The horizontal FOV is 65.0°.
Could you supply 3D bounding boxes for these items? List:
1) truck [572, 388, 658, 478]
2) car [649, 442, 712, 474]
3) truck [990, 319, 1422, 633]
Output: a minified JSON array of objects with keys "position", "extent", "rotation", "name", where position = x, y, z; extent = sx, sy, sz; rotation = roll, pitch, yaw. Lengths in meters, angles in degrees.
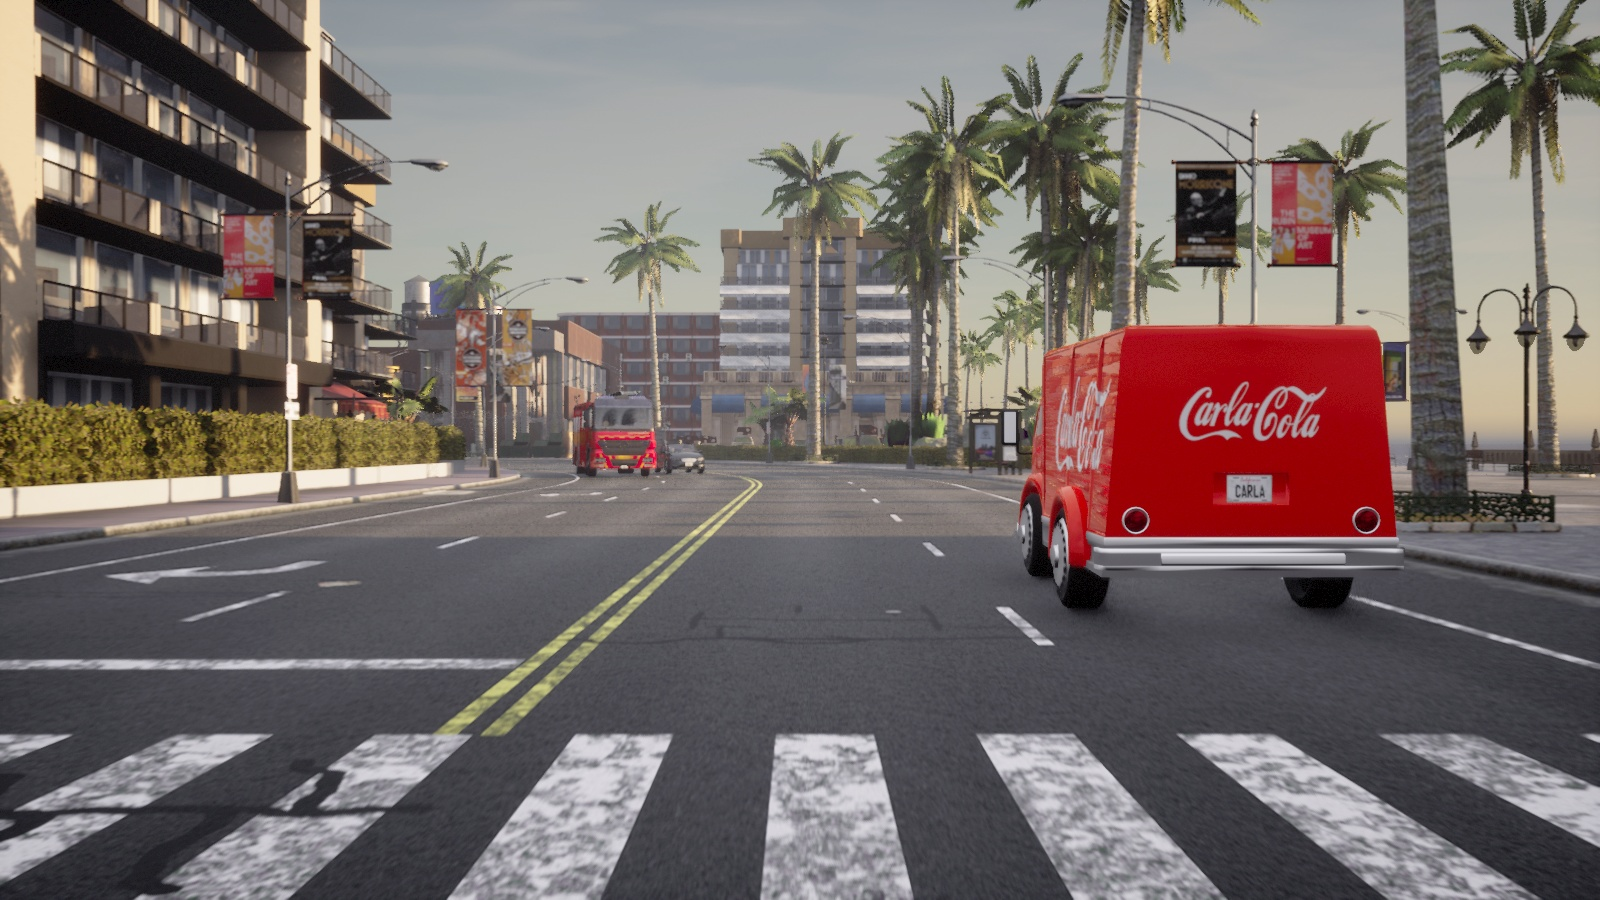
[{"position":[-8.646,-0.751,57.861],"extent":[2.891,3.827,8.468],"rotation":[0,0,-16],"name":"truck"},{"position":[-5.877,0.354,61.040],"extent":[2.128,1.511,4.902],"rotation":[0,0,-17],"name":"car"},{"position":[3.587,0.192,12.490],"extent":[2.627,2.467,5.204],"rotation":[0,0,0],"name":"truck"}]
